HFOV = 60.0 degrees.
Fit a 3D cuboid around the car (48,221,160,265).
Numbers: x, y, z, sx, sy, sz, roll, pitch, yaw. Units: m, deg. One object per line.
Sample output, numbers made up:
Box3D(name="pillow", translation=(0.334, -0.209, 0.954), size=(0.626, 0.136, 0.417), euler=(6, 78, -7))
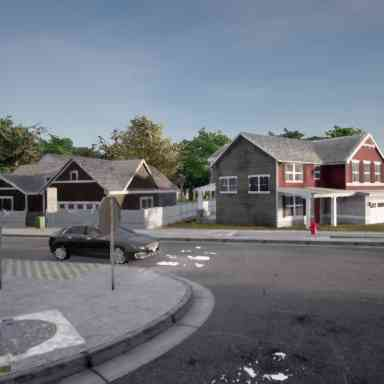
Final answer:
Box3D(name="car", translation=(-3.614, 1.973, 13.520), size=(4.892, 1.490, 1.837), euler=(-2, 0, 25))
